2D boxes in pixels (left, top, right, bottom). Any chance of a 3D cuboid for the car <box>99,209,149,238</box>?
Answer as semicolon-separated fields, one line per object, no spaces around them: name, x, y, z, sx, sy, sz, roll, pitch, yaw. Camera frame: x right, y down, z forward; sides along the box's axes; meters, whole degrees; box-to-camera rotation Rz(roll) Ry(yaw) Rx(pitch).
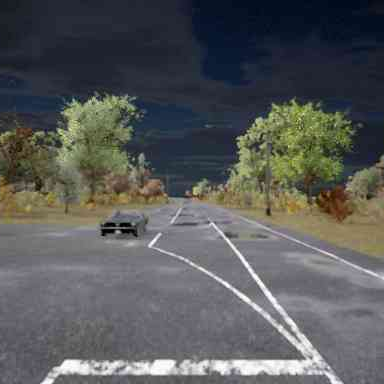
car;-3.488;1.618;17.849;1.895;1.301;4.718;1;-1;0
